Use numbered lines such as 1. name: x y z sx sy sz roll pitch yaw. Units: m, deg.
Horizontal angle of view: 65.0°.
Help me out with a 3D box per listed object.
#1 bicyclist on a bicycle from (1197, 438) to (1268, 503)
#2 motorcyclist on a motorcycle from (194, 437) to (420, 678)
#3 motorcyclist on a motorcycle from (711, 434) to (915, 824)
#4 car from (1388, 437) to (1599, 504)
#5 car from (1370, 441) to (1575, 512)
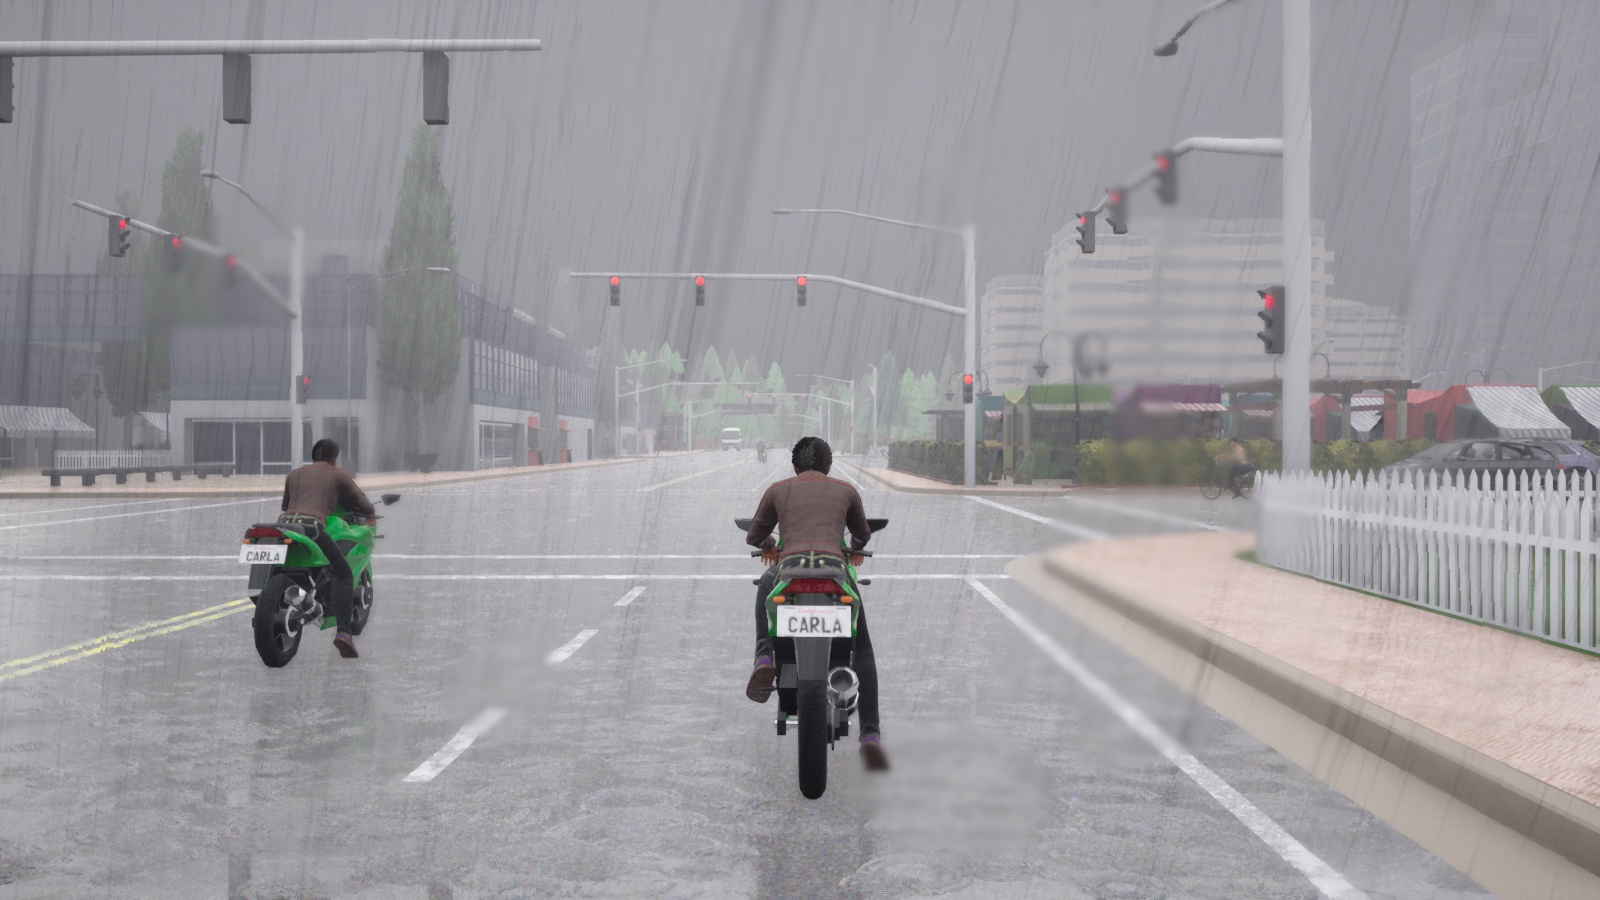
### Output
1. bicyclist on a bicycle: 11.005 0.510 31.967 1.509 1.612 0.866 0 0 -1
2. motorcyclist on a motorcycle: -3.424 0.675 8.958 0.797 1.523 2.044 0 0 0
3. motorcyclist on a motorcycle: 0.056 0.695 5.932 0.797 1.523 2.044 0 0 0
4. car: 17.933 0.508 32.101 4.856 1.649 2.033 0 0 -1
5. car: 15.225 0.575 28.550 3.705 1.549 1.789 0 0 -1
